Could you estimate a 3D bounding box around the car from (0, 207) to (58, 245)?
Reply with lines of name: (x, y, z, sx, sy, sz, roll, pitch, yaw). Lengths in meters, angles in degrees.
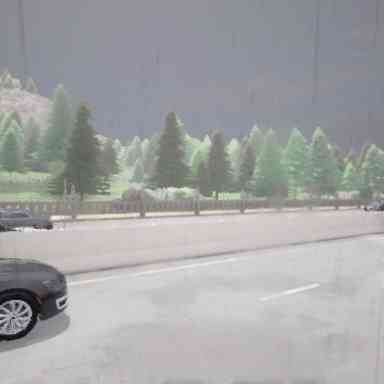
car: (-8.846, 1.503, 14.879, 4.902, 1.511, 2.128, 1, 0, -36)

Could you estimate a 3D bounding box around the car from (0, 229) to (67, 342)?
car: (-4.415, 1.499, 4.877, 4.892, 1.490, 1.837, 0, 0, -36)

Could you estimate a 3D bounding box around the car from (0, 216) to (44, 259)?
car: (-7.779, 1.602, 11.338, 4.718, 1.301, 1.895, 1, 0, -36)
